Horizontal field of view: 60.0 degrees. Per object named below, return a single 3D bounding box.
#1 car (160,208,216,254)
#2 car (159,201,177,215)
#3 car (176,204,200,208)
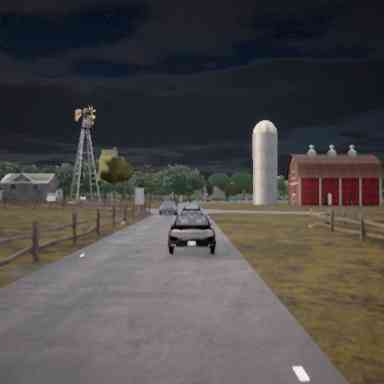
[{"bbox_3d":[0.000,1.644,14.294,2.128,1.511,4.902,0,-1,0],"label":"car"},{"bbox_3d":[-2.762,1.830,39.684,2.097,1.767,4.553,0,-1,0],"label":"car"},{"bbox_3d":[-0.003,1.826,29.308,2.128,1.511,4.902,0,-1,0],"label":"car"}]
